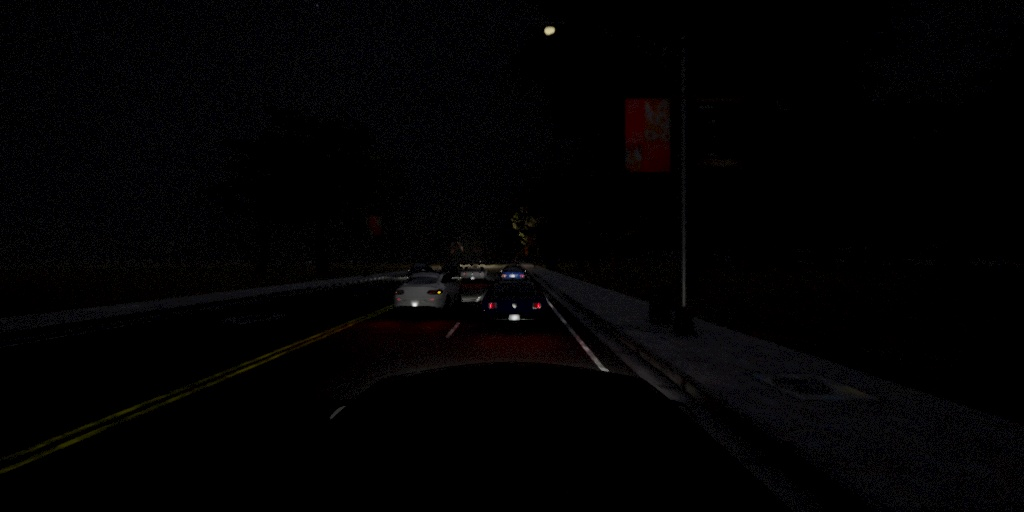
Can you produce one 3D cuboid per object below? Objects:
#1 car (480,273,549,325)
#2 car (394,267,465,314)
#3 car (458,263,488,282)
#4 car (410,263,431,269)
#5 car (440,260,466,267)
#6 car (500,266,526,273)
[{"bbox_3d":[0.083,1.403,12.039,1.895,1.301,4.718,0,0,0],"label":"car"},{"bbox_3d":[-3.158,1.337,13.987,1.812,1.442,4.674,0,0,0],"label":"car"},{"bbox_3d":[-3.152,1.497,30.895,1.895,1.301,4.718,0,0,0],"label":"car"},{"bbox_3d":[-9.839,1.463,38.763,1.812,1.442,4.674,0,0,0],"label":"car"},{"bbox_3d":[-6.588,1.444,39.098,1.837,1.490,4.892,0,0,0],"label":"car"},{"bbox_3d":[0.088,1.426,27.266,2.033,1.411,5.357,0,0,0],"label":"car"}]
